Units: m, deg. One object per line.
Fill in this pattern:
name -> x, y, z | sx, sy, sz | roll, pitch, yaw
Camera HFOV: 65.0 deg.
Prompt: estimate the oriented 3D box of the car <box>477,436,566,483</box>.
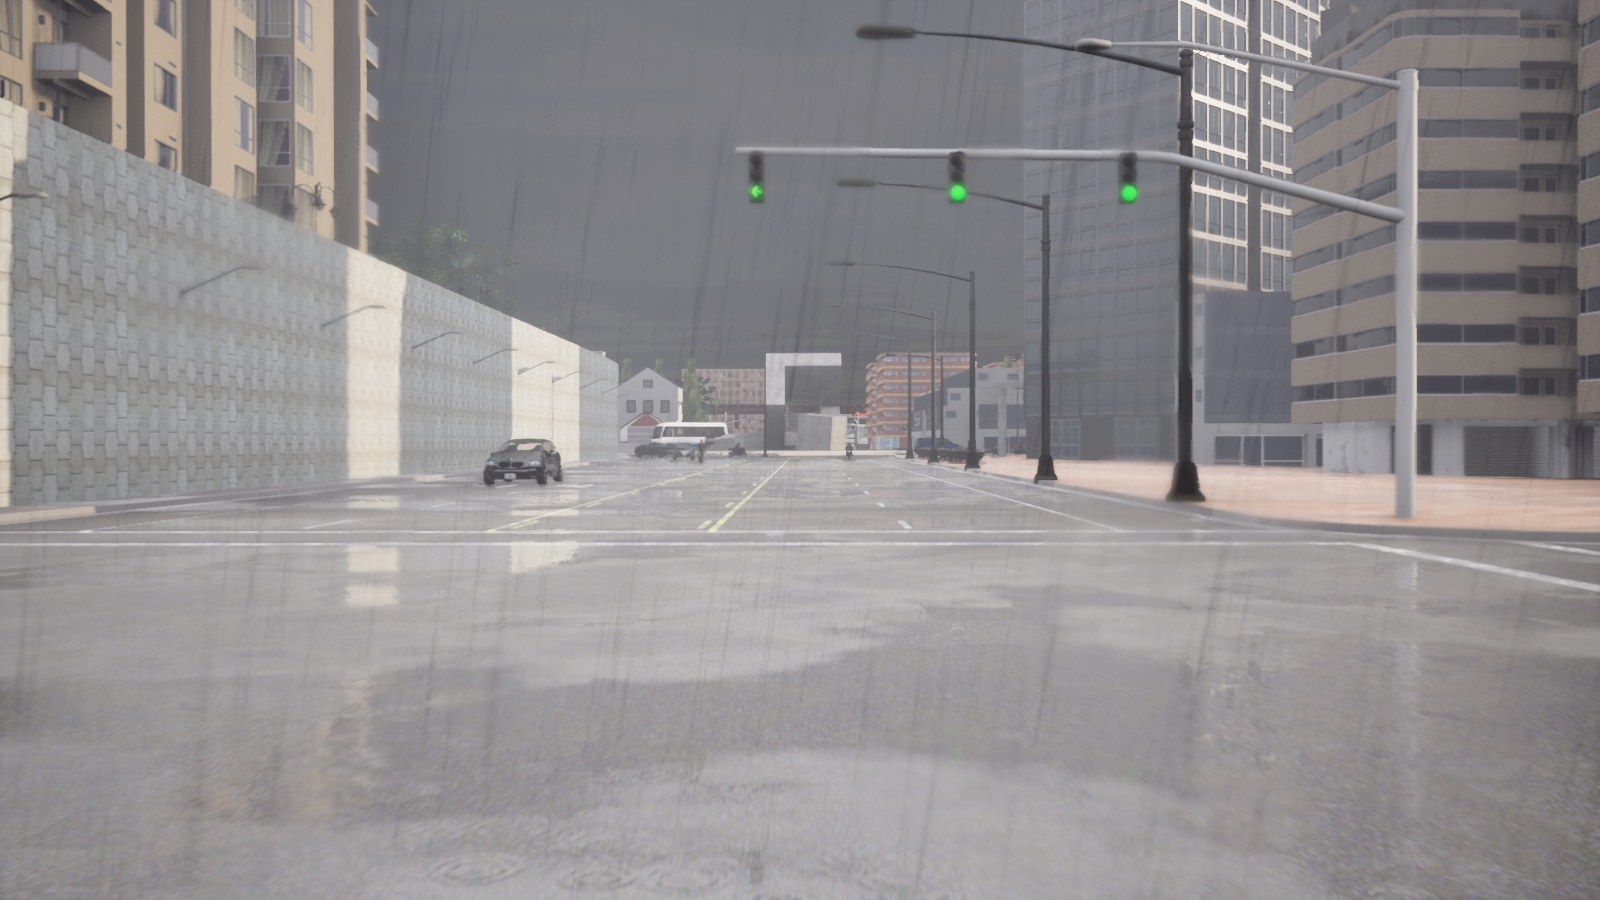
car -> -10.221, 0.321, 46.481 | 2.242, 1.667, 4.611 | 0, 0, 0
